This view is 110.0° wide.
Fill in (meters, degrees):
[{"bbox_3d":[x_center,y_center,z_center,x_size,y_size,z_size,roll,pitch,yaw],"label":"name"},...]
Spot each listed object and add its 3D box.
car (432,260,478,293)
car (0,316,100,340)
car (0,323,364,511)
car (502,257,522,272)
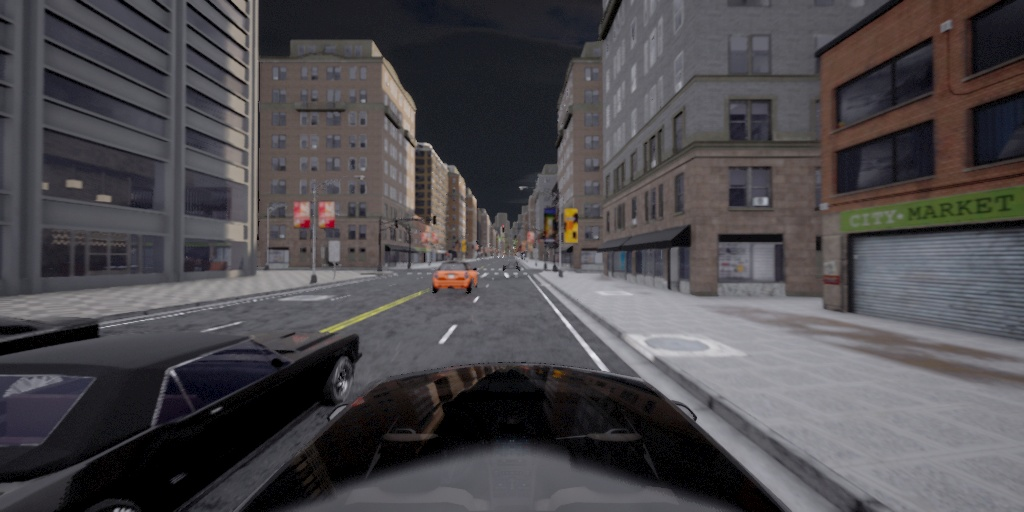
[{"bbox_3d":[-3.153,1.078,20.765,2.097,1.767,4.553,0,0,0],"label":"car"},{"bbox_3d":[-6.593,1.226,2.824,1.882,1.535,5.008,0,0,0],"label":"car"},{"bbox_3d":[-3.150,1.349,3.257,1.895,1.301,4.718,0,0,0],"label":"car"},{"bbox_3d":[-0.006,0.836,35.652,1.812,1.442,4.674,0,0,0],"label":"car"}]
